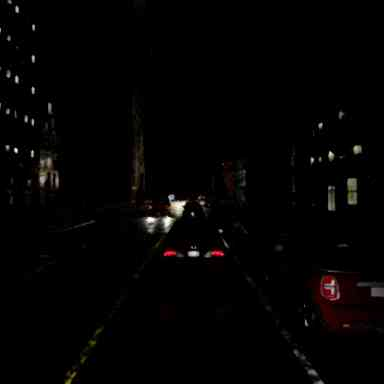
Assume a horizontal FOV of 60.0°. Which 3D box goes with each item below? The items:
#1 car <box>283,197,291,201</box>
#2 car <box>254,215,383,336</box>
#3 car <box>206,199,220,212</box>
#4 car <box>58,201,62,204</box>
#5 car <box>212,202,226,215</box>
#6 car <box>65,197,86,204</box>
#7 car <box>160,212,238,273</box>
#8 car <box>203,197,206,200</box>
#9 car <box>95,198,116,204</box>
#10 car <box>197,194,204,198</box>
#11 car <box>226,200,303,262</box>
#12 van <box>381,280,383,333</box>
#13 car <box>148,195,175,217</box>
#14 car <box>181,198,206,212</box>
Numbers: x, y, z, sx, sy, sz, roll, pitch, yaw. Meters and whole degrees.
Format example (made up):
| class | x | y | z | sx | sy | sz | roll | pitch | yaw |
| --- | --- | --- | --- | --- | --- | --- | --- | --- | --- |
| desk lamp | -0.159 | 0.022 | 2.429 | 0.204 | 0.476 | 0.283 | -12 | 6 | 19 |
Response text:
| class | x | y | z | sx | sy | sz | roll | pitch | yaw |
| --- | --- | --- | --- | --- | --- | --- | --- | --- | --- |
| car | 20.637 | 1.466 | 66.305 | 4.829 | 1.417 | 1.752 | -1 | -1 | 1 |
| car | 2.699 | 1.466 | 6.710 | 1.967 | 1.590 | 4.097 | 1 | 0 | 0 |
| car | 2.679 | 1.687 | 34.098 | 1.947 | 1.339 | 4.313 | 1 | 0 | 0 |
| car | -28.669 | 1.937 | 66.743 | 4.829 | 1.417 | 1.752 | -1 | -1 | 1 |
| car | 2.687 | 1.650 | 23.143 | 1.947 | 1.339 | 4.313 | 1 | 0 | 0 |
| car | -23.156 | 1.799 | 66.695 | 4.097 | 1.590 | 1.967 | -1 | -1 | 1 |
| car | 0.055 | 1.588 | 10.761 | 2.033 | 1.411 | 5.357 | 0 | 0 | 0 |
| car | 2.675 | 1.690 | 39.576 | 2.008 | 1.369 | 4.403 | 1 | 0 | 0 |
| car | -17.472 | 1.886 | 66.643 | 4.206 | 1.307 | 1.802 | -1 | -1 | 1 |
| car | 2.643 | 1.732 | 88.491 | 1.967 | 1.590 | 4.097 | 1 | 0 | 0 |
| car | 2.698 | 1.361 | 12.189 | 2.192 | 1.841 | 5.009 | 1 | 0 | 0 |
| van | 2.705 | 1.347 | 1.234 | 1.690 | 1.788 | 3.998 | 1 | 0 | 0 |
| car | -3.122 | 1.470 | 33.169 | 2.097 | 1.767 | 4.553 | 0 | 0 | 0 |
| car | 0.064 | 1.615 | 30.892 | 1.837 | 1.490 | 4.892 | 0 | 0 | 0 |
